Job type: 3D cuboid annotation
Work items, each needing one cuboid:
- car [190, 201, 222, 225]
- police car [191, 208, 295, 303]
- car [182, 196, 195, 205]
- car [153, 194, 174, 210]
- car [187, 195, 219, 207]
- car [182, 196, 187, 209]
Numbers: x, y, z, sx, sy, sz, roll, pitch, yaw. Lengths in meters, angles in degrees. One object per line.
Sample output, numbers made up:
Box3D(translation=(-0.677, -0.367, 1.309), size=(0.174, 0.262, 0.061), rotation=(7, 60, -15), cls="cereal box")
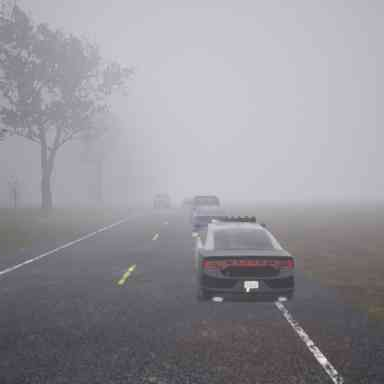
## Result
Box3D(translation=(0.981, 1.482, 18.327), size=(1.882, 1.535, 5.008), rotation=(0, 0, 0), cls="car")
Box3D(translation=(1.034, 1.426, 8.427), size=(1.930, 1.638, 5.238), rotation=(0, 0, 0), cls="police car")
Box3D(translation=(-0.638, 1.533, 58.885), size=(2.128, 1.511, 4.902), rotation=(0, 0, -1), cls="car")
Box3D(translation=(-3.980, 1.247, 44.808), size=(2.150, 2.045, 5.566), rotation=(0, 0, -1), cls="car")
Box3D(translation=(0.933, 1.231, 24.364), size=(2.150, 2.045, 5.566), rotation=(0, 0, -1), cls="car")
Box3D(translation=(-0.367, 1.379, 45.836), size=(2.097, 1.767, 4.553), rotation=(0, 0, 0), cls="car")
